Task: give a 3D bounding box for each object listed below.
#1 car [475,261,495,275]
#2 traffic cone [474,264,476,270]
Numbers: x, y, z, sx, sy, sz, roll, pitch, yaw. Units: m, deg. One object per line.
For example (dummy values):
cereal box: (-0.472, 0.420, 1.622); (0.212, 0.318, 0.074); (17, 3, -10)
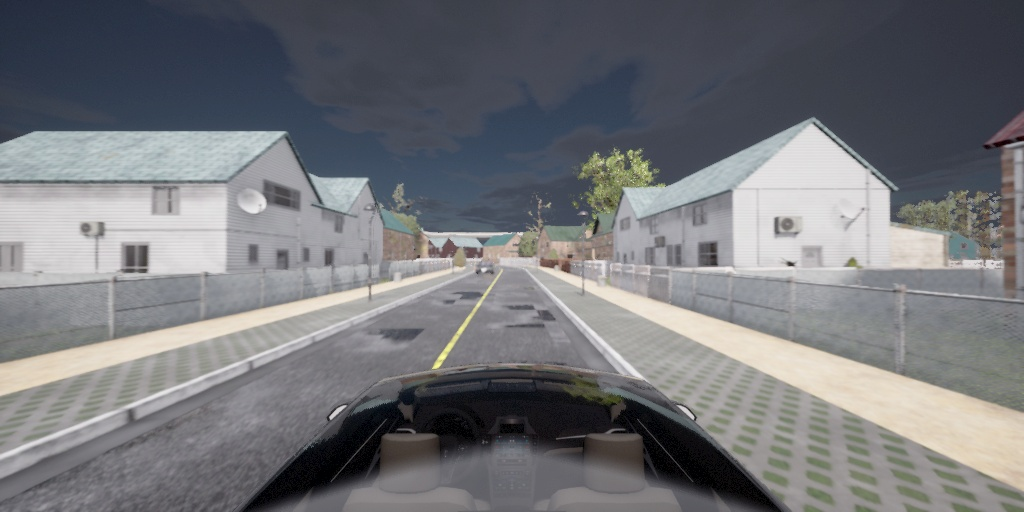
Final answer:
car: (-2.851, 1.266, 38.862); (2.128, 1.511, 4.902); (0, 0, 0)
traffic cone: (-4.512, 1.456, 44.992); (0.340, 0.580, 0.340); (0, 0, -34)
